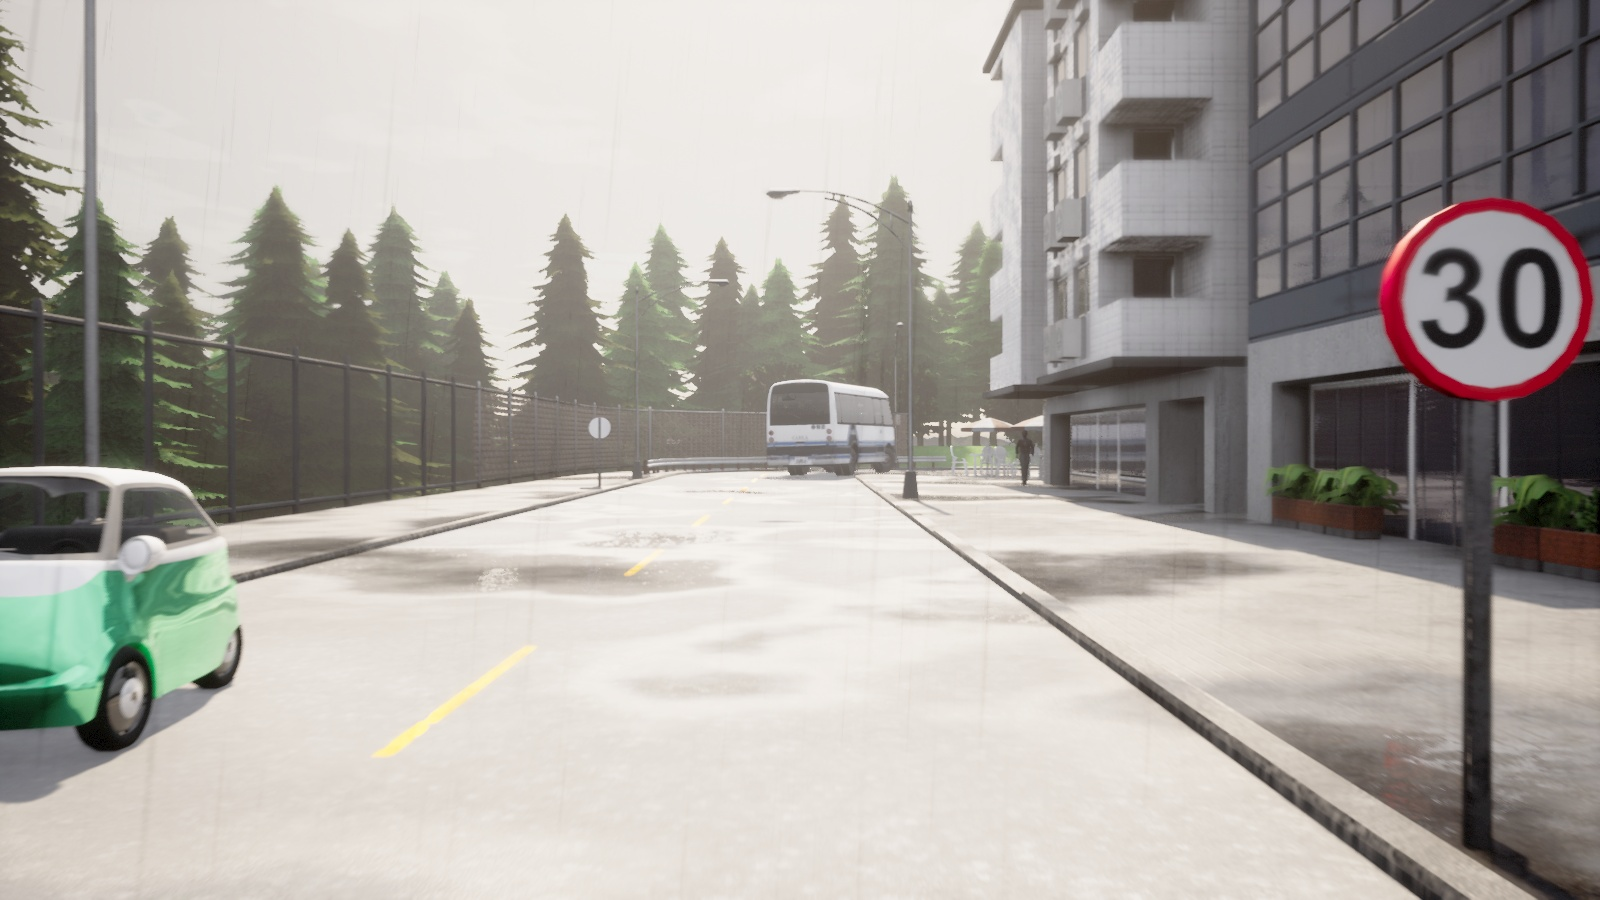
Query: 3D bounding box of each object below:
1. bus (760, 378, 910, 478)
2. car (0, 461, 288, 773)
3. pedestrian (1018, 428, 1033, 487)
[{"bbox_3d":[1.926,-0.963,59.646,3.944,4.253,10.273,-1,0,20],"label":"bus"},{"bbox_3d":[-3.943,0.760,6.737,1.481,1.376,2.207,0,0,0],"label":"car"},{"bbox_3d":[7.510,0.247,41.835,0.402,1.930,0.666,0,0,0],"label":"pedestrian"}]
